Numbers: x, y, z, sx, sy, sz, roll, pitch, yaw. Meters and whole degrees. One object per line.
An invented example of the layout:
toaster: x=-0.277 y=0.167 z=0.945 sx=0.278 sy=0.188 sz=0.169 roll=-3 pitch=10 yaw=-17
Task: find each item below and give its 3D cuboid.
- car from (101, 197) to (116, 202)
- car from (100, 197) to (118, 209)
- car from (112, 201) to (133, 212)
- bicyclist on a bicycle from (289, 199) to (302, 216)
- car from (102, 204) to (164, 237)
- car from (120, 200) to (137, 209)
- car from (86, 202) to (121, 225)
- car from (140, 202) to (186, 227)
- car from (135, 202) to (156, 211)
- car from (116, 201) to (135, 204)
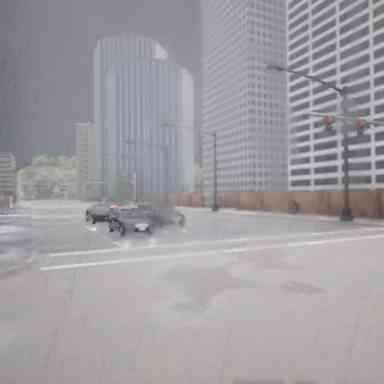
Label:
car: x=-10.225 y=1.901 z=41.574 sx=2.097 sy=1.767 sz=4.553 roll=0 pitch=-1 yaw=-26
car: x=-15.087 y=2.016 z=60.129 sx=2.150 sy=2.045 sz=5.566 roll=0 pitch=-1 yaw=-26
car: x=-10.709 y=2.146 z=51.054 sx=2.128 sy=1.511 sz=4.902 roll=0 pitch=-1 yaw=-26
bicyclist on a bicycle: x=10.149 y=1.551 z=32.625 sx=1.656 sy=1.620 sz=0.582 roll=-1 pitch=-1 yaw=-26
car: x=-3.706 y=1.746 z=19.960 sx=2.128 sy=1.511 sz=4.902 roll=0 pitch=-1 yaw=-26
car: x=-11.696 y=2.295 z=60.948 sx=1.812 sy=1.442 sz=4.674 roll=0 pitch=-1 yaw=-26
car: x=-7.830 y=1.864 z=28.511 sx=1.882 sy=1.535 sz=5.008 roll=0 pitch=-1 yaw=-26
car: x=-2.072 y=1.779 z=24.629 sx=2.128 sy=1.511 sz=4.902 roll=0 pitch=-1 yaw=-26
car: x=-7.279 y=2.231 z=51.997 sx=1.895 sy=1.301 sz=4.718 roll=0 pitch=-1 yaw=-26
car: x=-6.052 y=1.941 z=32.896 sx=1.812 sy=1.442 sz=4.674 roll=0 pitch=-1 yaw=-26
